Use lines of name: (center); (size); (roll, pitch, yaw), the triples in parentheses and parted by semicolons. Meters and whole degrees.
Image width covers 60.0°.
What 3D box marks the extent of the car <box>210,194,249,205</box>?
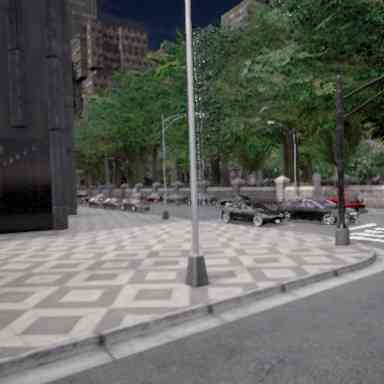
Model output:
car: (4.291, 0.919, 34.431); (1.947, 1.339, 4.313); (-3, 2, -35)

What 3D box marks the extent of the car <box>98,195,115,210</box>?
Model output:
car: (-8.946, 1.295, 38.466); (1.802, 1.307, 4.206); (-3, 2, -35)

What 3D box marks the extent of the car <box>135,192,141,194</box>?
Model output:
car: (-8.252, 0.786, 52.294); (1.967, 1.590, 4.097); (-3, 2, -35)

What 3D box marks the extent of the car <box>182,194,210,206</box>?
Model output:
car: (1.156, 0.902, 38.897); (2.008, 1.369, 4.403); (-3, 2, -35)

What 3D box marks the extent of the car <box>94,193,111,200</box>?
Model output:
car: (-17.750, 0.868, 65.834); (1.752, 1.417, 4.829); (-3, 2, -35)

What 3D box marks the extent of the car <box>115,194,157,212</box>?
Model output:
car: (-5.812, 1.265, 33.998); (2.008, 1.369, 4.403); (-3, 2, -35)

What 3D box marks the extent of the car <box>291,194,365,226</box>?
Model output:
car: (7.384, 1.102, 19.994); (2.128, 1.511, 4.902); (-3, 2, -35)

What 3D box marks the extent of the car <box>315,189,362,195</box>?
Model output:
car: (10.551, 0.673, 25.493); (2.192, 1.841, 5.009); (-3, 2, -35)

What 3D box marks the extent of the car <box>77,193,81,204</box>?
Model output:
car: (-18.350, 1.289, 51.866); (1.802, 1.307, 4.206); (-3, 2, -35)

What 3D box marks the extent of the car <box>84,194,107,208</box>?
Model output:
car: (-12.080, 1.293, 42.933); (1.802, 1.307, 4.206); (-3, 2, -35)

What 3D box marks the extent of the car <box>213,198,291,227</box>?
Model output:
car: (3.593, 1.286, 20.598); (1.947, 1.339, 4.313); (-3, 2, -35)

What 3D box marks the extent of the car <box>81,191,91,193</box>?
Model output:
car: (-23.929, 0.659, 74.622); (2.192, 1.841, 5.009); (-3, 2, -35)

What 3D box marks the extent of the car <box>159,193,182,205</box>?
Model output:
car: (-1.979, 0.900, 43.364); (2.008, 1.369, 4.403); (-3, 2, -35)

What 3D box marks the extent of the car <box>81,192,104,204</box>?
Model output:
car: (-15.436, 1.168, 52.518); (1.895, 1.301, 4.718); (-3, 2, -35)

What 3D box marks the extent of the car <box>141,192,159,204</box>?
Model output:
car: (-5.117, 0.788, 47.827); (1.967, 1.590, 4.097); (-3, 2, -35)
